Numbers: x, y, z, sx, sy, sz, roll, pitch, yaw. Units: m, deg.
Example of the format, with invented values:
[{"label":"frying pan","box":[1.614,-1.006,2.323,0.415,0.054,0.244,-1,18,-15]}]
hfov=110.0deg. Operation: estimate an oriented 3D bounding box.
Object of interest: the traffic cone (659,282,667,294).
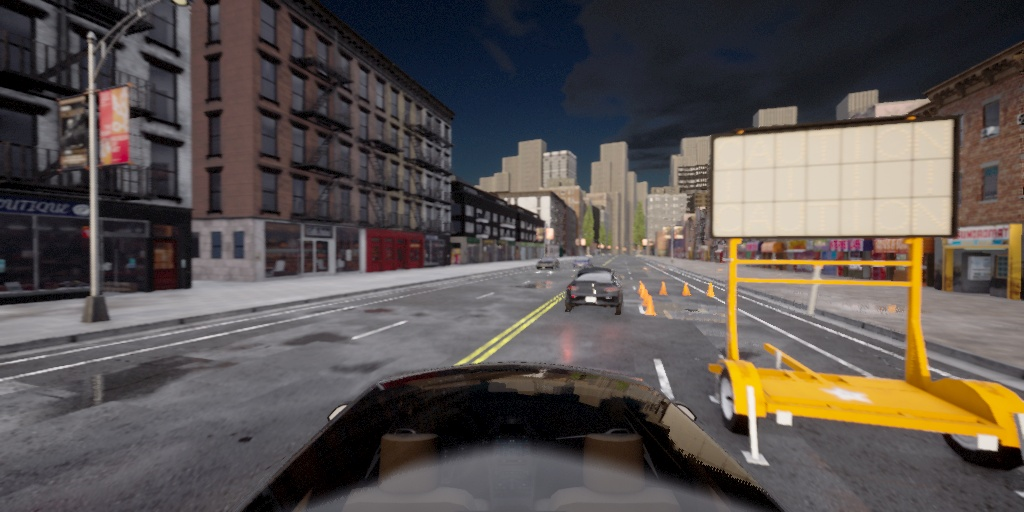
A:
[{"label":"traffic cone","box":[7.183,1.509,17.040,0.340,0.580,0.340,0,0,17]}]

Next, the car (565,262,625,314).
[{"label":"car","box":[3.064,1.121,13.050,1.812,1.442,4.674,0,1,17]}]

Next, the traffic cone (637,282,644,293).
[{"label":"traffic cone","box":[5.640,1.526,15.422,0.340,0.580,0.340,0,0,17]}]

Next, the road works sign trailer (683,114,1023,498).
[{"label":"road works sign trailer","box":[3.727,0.188,4.503,2.380,3.560,2.880,0,0,17]}]

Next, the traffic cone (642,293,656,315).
[{"label":"traffic cone","box":[4.464,1.577,11.600,0.340,0.580,0.340,0,0,17]}]

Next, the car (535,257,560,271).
[{"label":"car","box":[3.990,0.774,38.820,2.033,1.411,5.357,0,1,17]}]

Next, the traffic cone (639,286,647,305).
[{"label":"traffic cone","box":[5.052,1.552,13.511,0.340,0.580,0.340,0,0,17]}]

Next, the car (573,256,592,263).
[{"label":"car","box":[8.131,0.736,41.199,1.812,1.442,4.674,0,1,17]}]
